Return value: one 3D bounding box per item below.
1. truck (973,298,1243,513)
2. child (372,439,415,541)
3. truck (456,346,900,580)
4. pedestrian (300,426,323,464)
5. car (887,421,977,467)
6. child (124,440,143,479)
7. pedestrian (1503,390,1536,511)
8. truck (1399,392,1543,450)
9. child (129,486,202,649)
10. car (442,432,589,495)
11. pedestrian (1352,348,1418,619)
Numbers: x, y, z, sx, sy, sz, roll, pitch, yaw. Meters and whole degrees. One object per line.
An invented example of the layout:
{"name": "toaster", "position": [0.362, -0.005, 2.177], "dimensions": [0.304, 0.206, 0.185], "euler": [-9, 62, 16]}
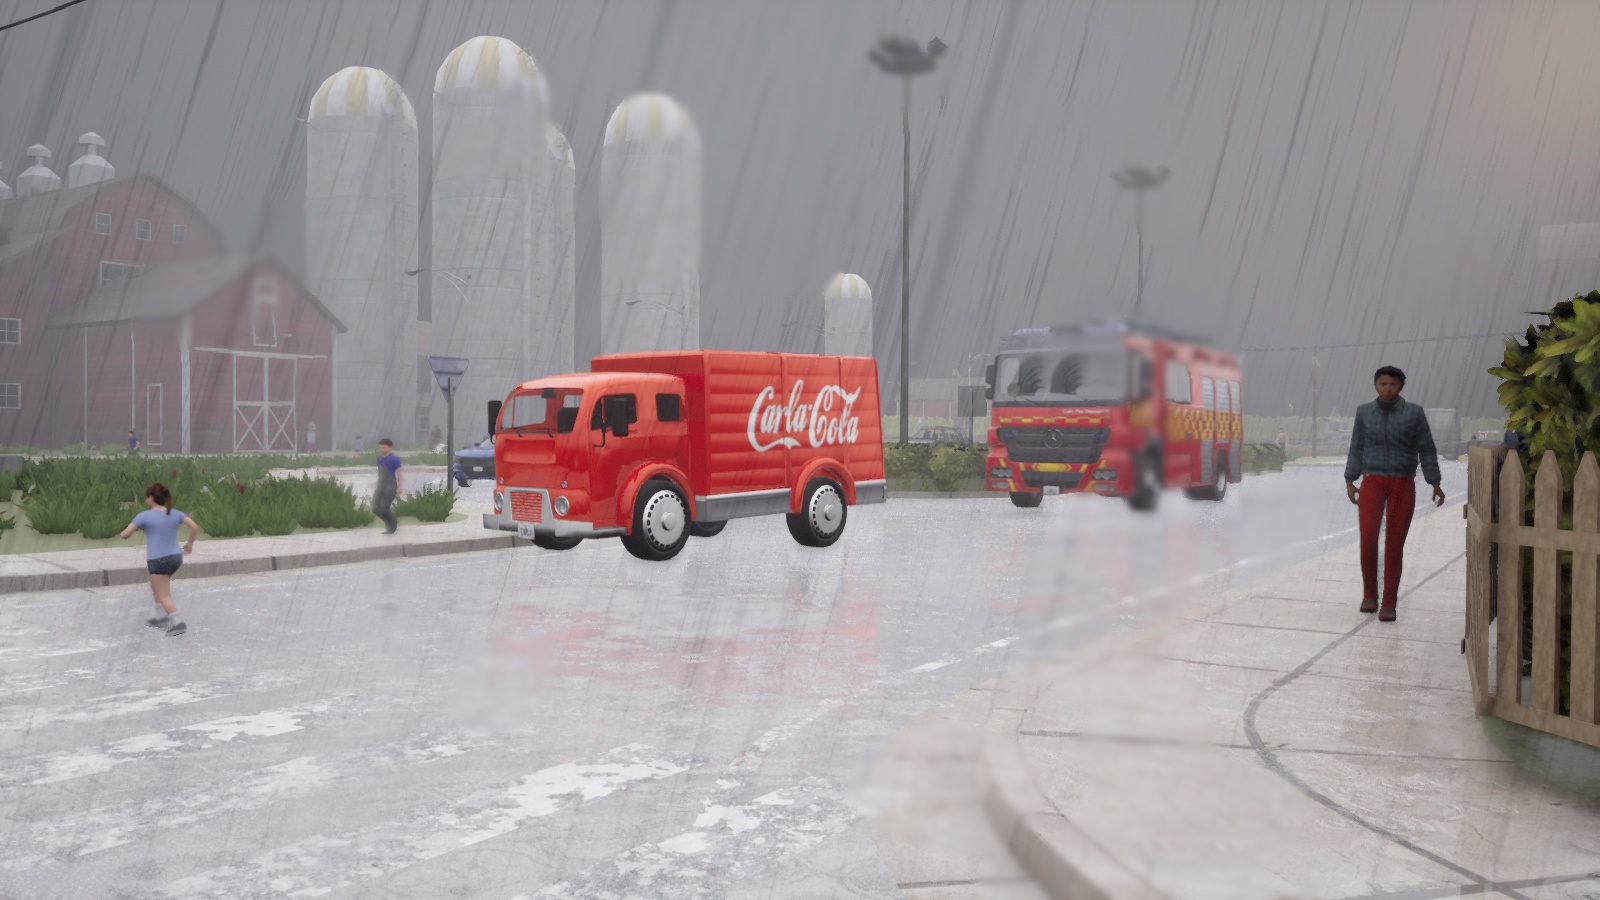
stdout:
{"name": "truck", "position": [6.852, -0.860, 26.679], "dimensions": [2.891, 3.827, 8.468], "euler": [0, 1, 33]}
{"name": "child", "position": [-5.130, 0.497, 15.852], "dimensions": [0.270, 1.263, 0.437], "euler": [0, 1, 27]}
{"name": "truck", "position": [-1.356, 0.013, 16.073], "dimensions": [2.627, 2.467, 5.204], "euler": [0, 3, 41]}
{"name": "pedestrian", "position": [-25.132, -0.268, 64.599], "dimensions": [0.659, 1.952, 0.873], "euler": [0, 1, 44]}
{"name": "car", "position": [6.068, -0.293, 57.088], "dimensions": [1.932, 1.855, 4.605], "euler": [0, 3, 37]}
{"name": "child", "position": [-21.566, 0.307, 40.643], "dimensions": [0.270, 1.263, 0.437], "euler": [0, 1, 38]}
{"name": "pedestrian", "position": [11.849, -0.003, 20.662], "dimensions": [0.423, 1.949, 0.788], "euler": [0, 1, 33]}
{"name": "truck", "position": [42.167, -1.772, 79.200], "dimensions": [2.891, 3.462, 7.936], "euler": [-1, 1, -23]}
{"name": "child", "position": [-4.474, 0.816, 8.853], "dimensions": [0.394, 1.110, 0.255], "euler": [0, 1, 26]}
{"name": "car", "position": [-7.440, 0.320, 33.442], "dimensions": [1.882, 1.535, 5.008], "euler": [-1, 0, 12]}
{"name": "pedestrian", "position": [4.159, 0.227, 8.912], "dimensions": [0.353, 1.847, 0.614], "euler": [0, 1, 31]}
